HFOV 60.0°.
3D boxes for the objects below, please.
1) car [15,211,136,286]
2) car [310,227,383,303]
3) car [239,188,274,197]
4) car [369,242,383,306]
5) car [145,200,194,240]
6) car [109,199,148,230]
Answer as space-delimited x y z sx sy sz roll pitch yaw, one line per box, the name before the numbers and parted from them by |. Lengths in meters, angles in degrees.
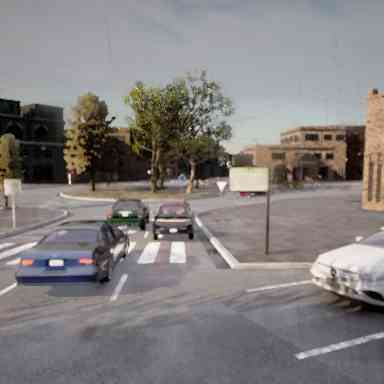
car | -2.957 1.492 9.360 2.033 1.411 5.357 0 0 -4
car | 4.790 1.461 7.235 4.674 1.452 2.002 1 1 -24
car | 8.408 -0.371 42.959 4.553 1.767 2.097 -3 6 -31
car | 4.953 1.468 4.277 4.792 1.488 2.163 1 1 -24
car | -0.928 1.372 16.354 2.128 1.511 4.902 0 1 -4
car | -3.651 1.159 19.731 2.097 1.767 4.553 0 2 -3
